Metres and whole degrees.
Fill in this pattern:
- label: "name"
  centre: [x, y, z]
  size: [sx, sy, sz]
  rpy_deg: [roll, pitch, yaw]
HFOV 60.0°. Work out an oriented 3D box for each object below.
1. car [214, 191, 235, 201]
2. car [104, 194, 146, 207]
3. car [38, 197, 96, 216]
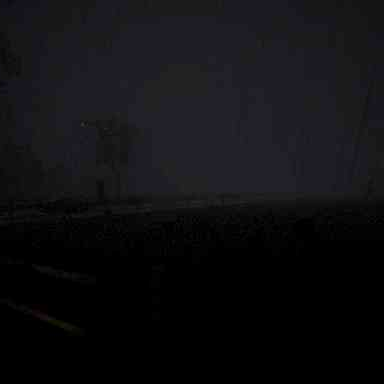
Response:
- label: "car"
  centre: [5.601, 0.627, 57.635]
  size: [1.882, 1.535, 5.008]
  rpy_deg: [2, 1, 36]
- label: "car"
  centre: [-7.716, 0.994, 39.016]
  size: [2.033, 1.411, 5.357]
  rpy_deg: [2, 2, 35]
- label: "car"
  centre: [-10.617, 1.142, 28.709]
  size: [1.882, 1.535, 5.008]
  rpy_deg: [2, 2, 35]
